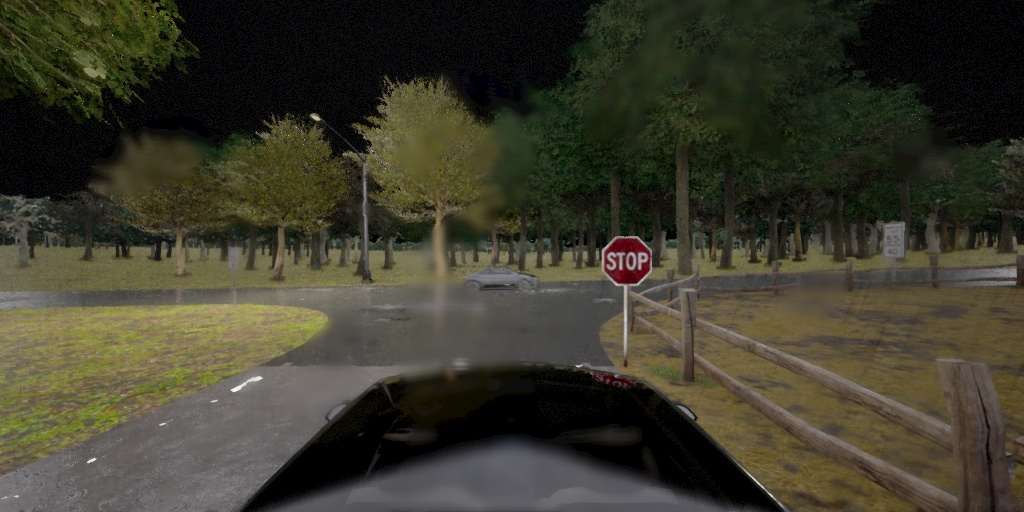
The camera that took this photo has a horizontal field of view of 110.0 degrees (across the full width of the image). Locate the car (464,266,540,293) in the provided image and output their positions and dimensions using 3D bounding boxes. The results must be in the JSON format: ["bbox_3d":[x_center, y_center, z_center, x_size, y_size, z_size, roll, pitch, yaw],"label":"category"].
[{"bbox_3d":[-0.571,1.267,19.825,4.181,1.385,1.994,-1,0,0],"label":"car"}]
